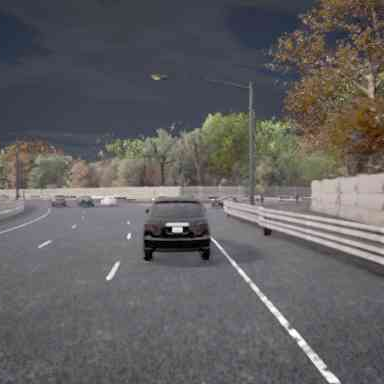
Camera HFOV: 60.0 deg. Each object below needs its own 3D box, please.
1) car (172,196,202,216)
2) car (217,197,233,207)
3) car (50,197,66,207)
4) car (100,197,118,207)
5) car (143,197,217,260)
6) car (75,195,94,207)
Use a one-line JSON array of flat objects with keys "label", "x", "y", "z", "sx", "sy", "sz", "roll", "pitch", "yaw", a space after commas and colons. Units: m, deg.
[{"label": "car", "x": -0.406, "y": 1.284, "z": 32.264, "sx": 2.097, "sy": 1.767, "sz": 4.553, "roll": 0, "pitch": 0, "yaw": 9}, {"label": "car", "x": 4.273, "y": 1.412, "z": 44.977, "sx": 1.812, "sy": 1.442, "sz": 4.674, "roll": 0, "pitch": 0, "yaw": 29}, {"label": "car", "x": -20.368, "y": 1.459, "z": 50.680, "sx": 2.128, "sy": 1.511, "sz": 4.902, "roll": 0, "pitch": 0, "yaw": -28}, {"label": "car", "x": -12.820, "y": 1.464, "z": 51.295, "sx": 1.812, "sy": 1.442, "sz": 4.674, "roll": 0, "pitch": 0, "yaw": -27}, {"label": "car", "x": -0.580, "y": 1.196, "z": 12.452, "sx": 2.150, "sy": 2.045, "sz": 5.566, "roll": 0, "pitch": 0, "yaw": -3}, {"label": "car", "x": -16.377, "y": 1.305, "z": 50.550, "sx": 2.097, "sy": 1.767, "sz": 4.553, "roll": 0, "pitch": 0, "yaw": -27}]
